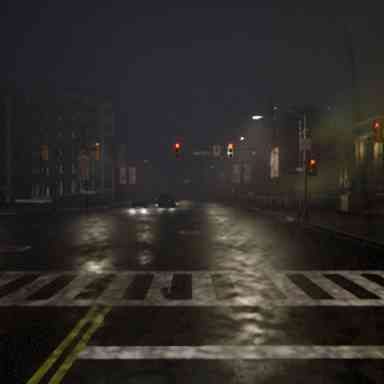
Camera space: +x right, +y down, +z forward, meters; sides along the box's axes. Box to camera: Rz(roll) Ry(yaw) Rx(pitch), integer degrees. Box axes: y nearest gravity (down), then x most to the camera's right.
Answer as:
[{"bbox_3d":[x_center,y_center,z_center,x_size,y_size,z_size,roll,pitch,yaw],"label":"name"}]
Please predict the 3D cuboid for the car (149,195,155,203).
[{"bbox_3d":[-7.069,1.263,60.499,2.097,1.767,4.553,0,0,0],"label":"car"}]

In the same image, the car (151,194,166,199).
[{"bbox_3d":[-9.601,1.312,94.737,1.837,1.490,4.892,0,0,-43],"label":"car"}]

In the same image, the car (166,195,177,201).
[{"bbox_3d":[-4.936,1.386,78.478,1.837,1.490,4.892,0,0,-14],"label":"car"}]

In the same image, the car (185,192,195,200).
[{"bbox_3d":[-1.172,1.097,88.128,2.150,2.045,5.566,0,0,-29],"label":"car"}]

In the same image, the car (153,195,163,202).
[{"bbox_3d":[-7.816,1.414,75.589,1.812,1.442,4.674,0,0,-10],"label":"car"}]

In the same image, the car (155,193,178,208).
[{"bbox_3d":[-3.577,1.154,47.475,2.150,2.045,5.566,0,0,0],"label":"car"}]

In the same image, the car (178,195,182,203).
[{"bbox_3d":[-3.560,1.380,66.856,1.882,1.535,5.008,0,0,1],"label":"car"}]

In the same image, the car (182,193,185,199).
[{"bbox_3d":[-4.207,1.427,86.399,1.994,1.385,4.181,0,0,-29],"label":"car"}]

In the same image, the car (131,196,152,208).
[{"bbox_3d":[-7.078,1.534,45.599,1.895,1.301,4.718,0,0,0],"label":"car"}]
